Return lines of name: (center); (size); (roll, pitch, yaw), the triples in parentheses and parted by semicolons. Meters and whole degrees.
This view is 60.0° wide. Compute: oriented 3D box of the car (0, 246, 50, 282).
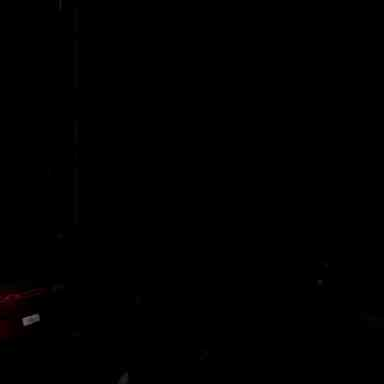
car: (-3.986, 1.610, 5.792); (4.507, 1.381, 1.887); (-1, 0, 35)

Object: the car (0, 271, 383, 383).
car: (0.496, 1.555, 2.595); (4.507, 1.381, 1.887); (-1, 0, 36)
